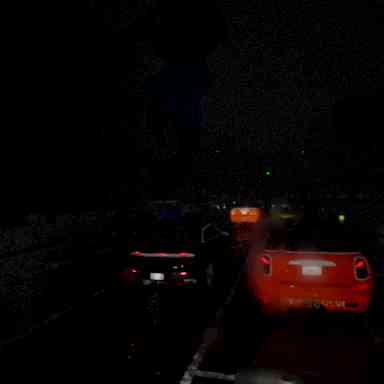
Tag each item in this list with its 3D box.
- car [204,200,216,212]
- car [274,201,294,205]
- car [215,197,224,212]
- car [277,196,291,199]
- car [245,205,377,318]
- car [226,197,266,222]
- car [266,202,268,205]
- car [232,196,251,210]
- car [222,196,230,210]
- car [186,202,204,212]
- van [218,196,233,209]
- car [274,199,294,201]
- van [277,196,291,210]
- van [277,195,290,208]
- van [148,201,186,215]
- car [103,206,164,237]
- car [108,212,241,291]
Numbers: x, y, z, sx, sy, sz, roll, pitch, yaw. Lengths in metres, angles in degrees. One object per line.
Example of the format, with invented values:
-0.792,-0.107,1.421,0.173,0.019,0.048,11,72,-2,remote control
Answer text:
0.842,1.766,34.959,1.947,1.339,4.313,-1,0,15,car
6.244,1.544,22.387,1.752,1.417,4.829,-1,0,15,car
2.229,1.732,40.041,1.752,1.417,4.829,-1,0,15,car
9.062,1.470,32.715,1.967,1.590,4.097,-1,0,15,car
2.596,1.350,7.707,2.097,1.767,4.553,-1,0,15,car
4.135,1.426,24.780,2.097,1.767,4.553,-1,0,15,car
8.024,1.618,39.389,1.812,1.442,4.674,-1,0,15,car
7.118,1.515,47.469,2.097,1.767,4.553,-1,0,15,car
3.704,1.654,45.451,1.967,1.590,4.097,-1,0,15,car
-0.636,1.720,29.550,1.752,1.417,4.829,-1,0,15,car
5.135,1.562,50.698,1.690,1.788,3.998,-1,0,15,van
7.632,1.569,27.469,1.887,1.381,4.507,-1,0,15,car
11.925,1.384,43.207,1.690,1.788,3.998,-1,0,15,van
13.357,1.391,48.452,1.690,1.788,3.998,-1,0,15,van
-2.027,1.530,24.470,1.690,1.788,3.998,-1,0,15,van
-3.455,1.749,19.223,1.947,1.339,4.313,-1,0,15,car
-0.090,1.550,9.300,2.128,1.511,4.902,-1,0,15,car
